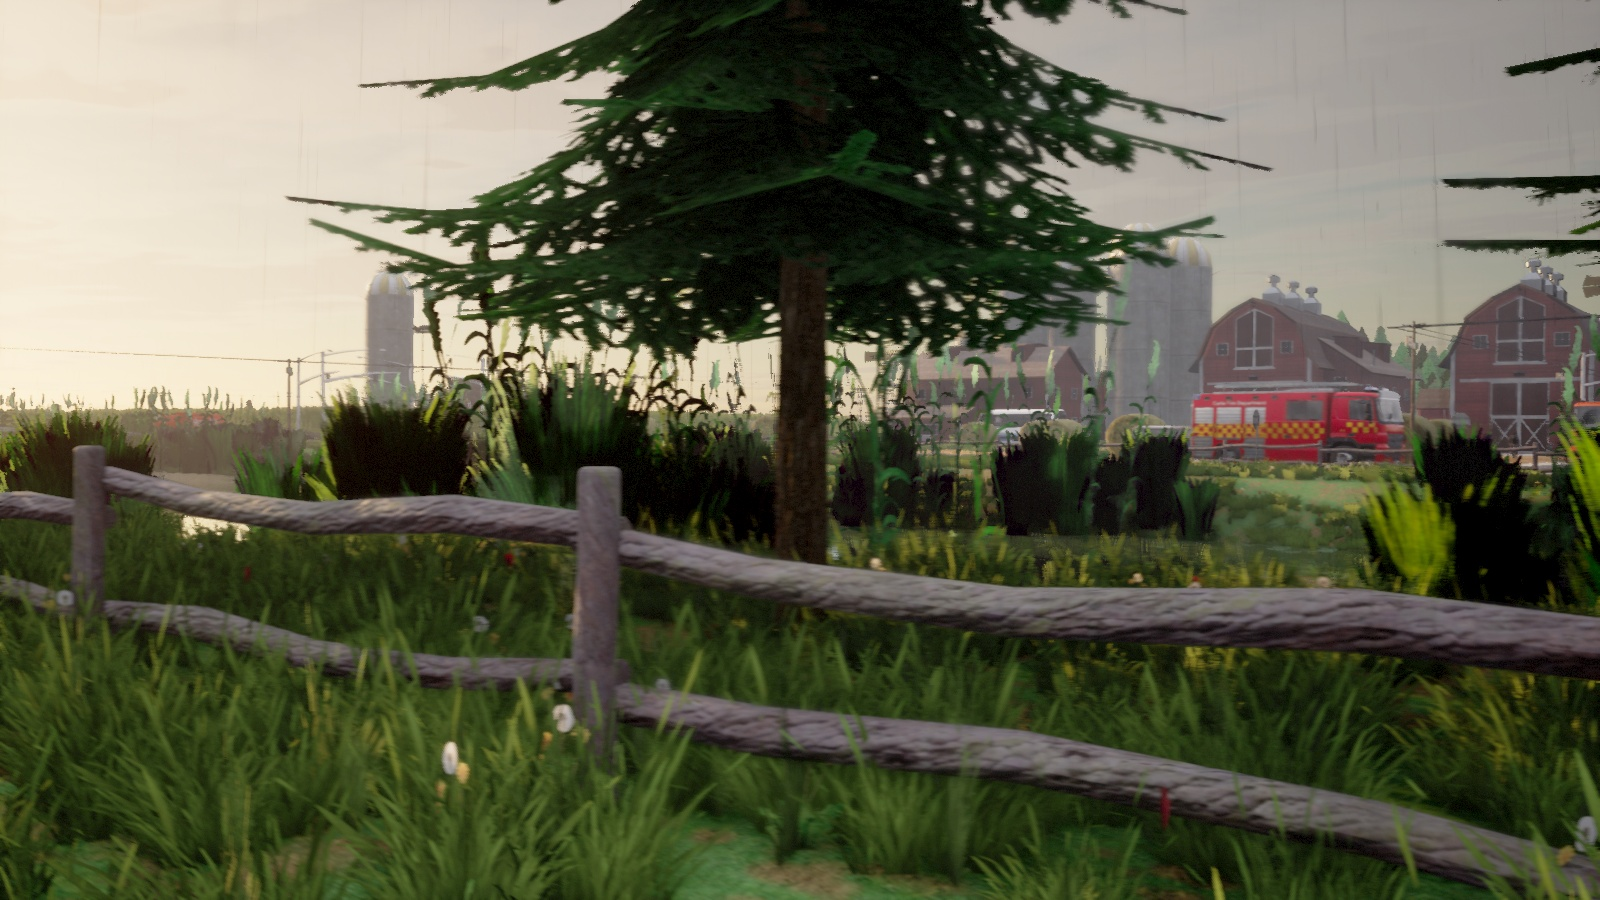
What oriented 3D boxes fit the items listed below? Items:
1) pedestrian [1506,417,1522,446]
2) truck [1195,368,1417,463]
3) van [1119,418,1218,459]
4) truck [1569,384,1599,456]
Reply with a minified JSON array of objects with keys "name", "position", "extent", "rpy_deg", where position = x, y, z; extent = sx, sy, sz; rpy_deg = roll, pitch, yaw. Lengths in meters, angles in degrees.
[{"name":"pedestrian","position":[46.694,-1.182,82.138],"extent":[0.849,1.883,0.563],"rpy_deg":[-1,1,-33]},{"name":"truck","position":[21.878,-1.411,54.662],"extent":[8.468,3.827,2.891],"rpy_deg":[0,1,43]},{"name":"van","position":[18.376,-0.572,62.744],"extent":[4.442,1.987,1.775],"rpy_deg":[0,1,43]},{"name":"truck","position":[41.109,-1.485,63.273],"extent":[2.891,3.462,7.936],"rpy_deg":[0,1,40]}]
